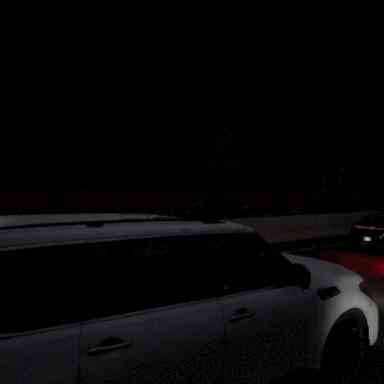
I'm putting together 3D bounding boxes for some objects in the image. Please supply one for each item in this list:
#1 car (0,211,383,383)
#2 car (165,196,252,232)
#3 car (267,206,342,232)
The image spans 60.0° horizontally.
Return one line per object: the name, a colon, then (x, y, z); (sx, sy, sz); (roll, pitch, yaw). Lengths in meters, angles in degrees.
car: (-0.278, 1.237, 3.548); (5.566, 2.045, 2.150); (1, 0, -36)
car: (1.190, 1.338, 22.043); (5.566, 2.045, 2.150); (0, 0, -36)
car: (7.668, 1.715, 22.364); (5.357, 1.411, 2.033); (1, 0, -36)
